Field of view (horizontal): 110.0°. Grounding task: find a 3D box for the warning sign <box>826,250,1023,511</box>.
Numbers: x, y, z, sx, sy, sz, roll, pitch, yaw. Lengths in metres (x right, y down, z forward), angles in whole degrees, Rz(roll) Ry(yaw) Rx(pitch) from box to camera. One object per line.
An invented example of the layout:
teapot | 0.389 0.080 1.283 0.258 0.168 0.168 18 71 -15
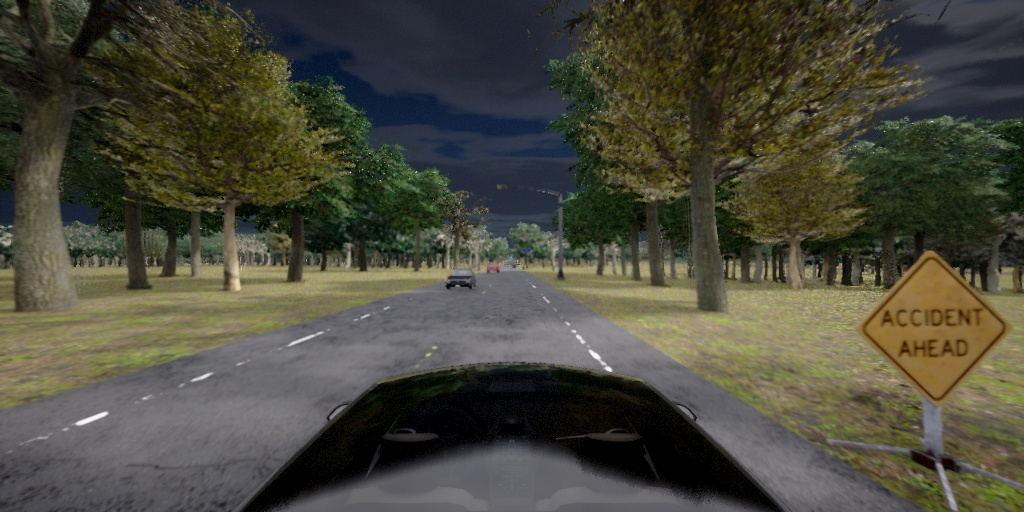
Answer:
warning sign | 3.551 0.882 3.012 1.300 1.860 1.060 0 0 0

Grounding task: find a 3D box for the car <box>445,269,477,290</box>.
car | -3.619 1.670 26.524 2.033 1.411 5.357 0 -1 0
